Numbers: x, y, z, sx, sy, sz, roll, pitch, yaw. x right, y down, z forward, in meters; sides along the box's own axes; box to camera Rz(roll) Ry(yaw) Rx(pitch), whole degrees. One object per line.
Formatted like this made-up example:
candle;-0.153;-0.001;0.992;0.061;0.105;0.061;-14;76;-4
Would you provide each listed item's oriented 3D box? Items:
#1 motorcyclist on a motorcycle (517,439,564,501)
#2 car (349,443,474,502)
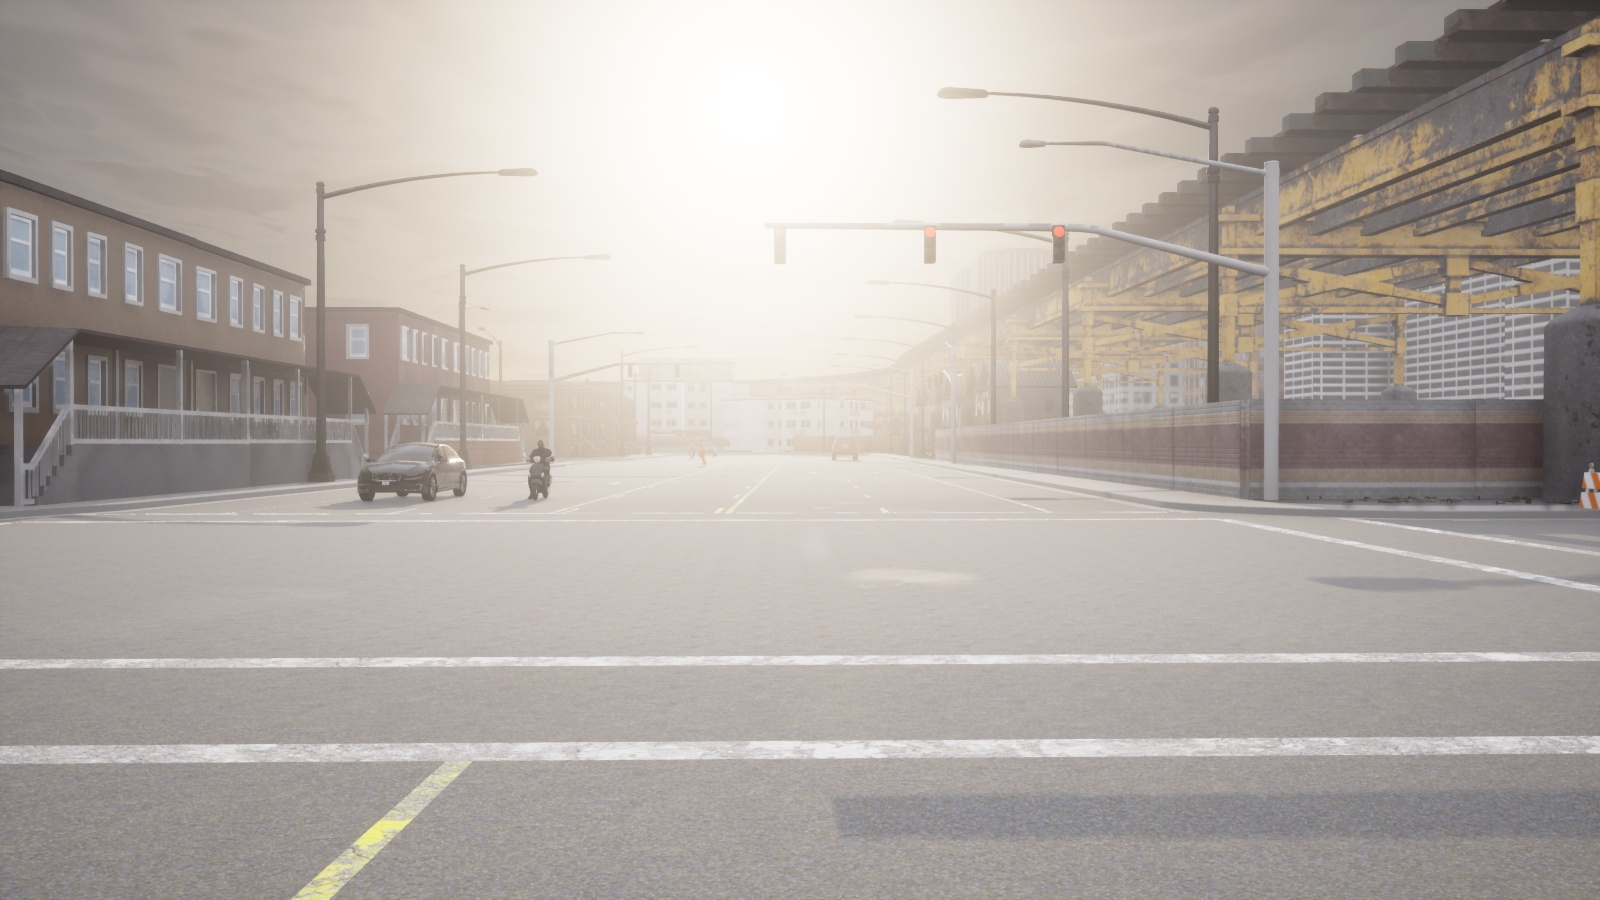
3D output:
motorcyclist on a motorcycle;-6.884;0.506;33.335;0.866;1.590;1.817;0;0;0
car;-10.382;0.552;33.928;1.837;1.490;4.892;0;0;0
